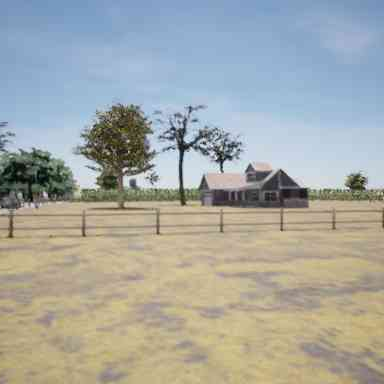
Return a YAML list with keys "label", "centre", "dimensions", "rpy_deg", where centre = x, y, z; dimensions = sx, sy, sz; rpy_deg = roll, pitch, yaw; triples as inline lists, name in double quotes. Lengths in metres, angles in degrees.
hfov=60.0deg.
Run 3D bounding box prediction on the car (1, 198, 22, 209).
- label: "car"
  centre: [-27.037, 1.788, 49.831]
  dimensions: [2.033, 1.649, 4.856]
  rpy_deg: [0, -2, -15]
